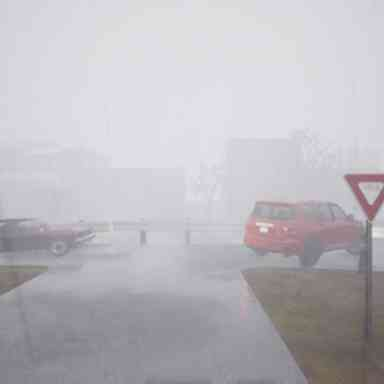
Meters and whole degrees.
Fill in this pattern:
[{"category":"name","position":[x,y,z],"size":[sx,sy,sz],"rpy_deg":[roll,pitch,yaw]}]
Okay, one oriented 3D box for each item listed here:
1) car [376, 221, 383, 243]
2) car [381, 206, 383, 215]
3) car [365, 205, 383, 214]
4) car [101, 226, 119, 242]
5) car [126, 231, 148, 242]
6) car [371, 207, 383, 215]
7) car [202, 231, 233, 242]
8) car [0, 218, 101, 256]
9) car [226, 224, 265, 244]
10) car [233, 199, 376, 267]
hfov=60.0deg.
[{"category":"car","position":[17.540,4.233,35.846],"size":[2.435,2.045,5.566],"rpy_deg":[0,0,-18]},{"category":"car","position":[41.210,3.984,68.877],"size":[4.553,1.767,2.185],"rpy_deg":[-1,0,-17]},{"category":"car","position":[41.623,3.919,74.880],"size":[4.553,1.767,2.185],"rpy_deg":[-1,1,-17]},{"category":"car","position":[-9.158,4.481,36.851],"size":[1.946,1.575,5.366],"rpy_deg":[0,0,-18]},{"category":"car","position":[-6.119,4.513,36.566],"size":[2.163,1.488,4.792],"rpy_deg":[0,0,-18]},{"category":"car","position":[41.417,4.117,71.880],"size":[4.674,1.452,2.002],"rpy_deg":[-1,0,-17]},{"category":"car","position":[2.729,4.360,36.349],"size":[2.185,1.767,4.553],"rpy_deg":[0,0,-18]},{"category":"car","position":[-6.196,1.652,12.615],"size":[4.718,1.301,1.895],"rpy_deg":[-2,1,2]},{"category":"car","position":[5.702,4.486,36.229],"size":[2.231,1.521,4.892],"rpy_deg":[0,0,-18]},{"category":"car","position":[4.278,1.294,12.059],"size":[5.566,2.045,2.150],"rpy_deg":[1,1,-40]}]
